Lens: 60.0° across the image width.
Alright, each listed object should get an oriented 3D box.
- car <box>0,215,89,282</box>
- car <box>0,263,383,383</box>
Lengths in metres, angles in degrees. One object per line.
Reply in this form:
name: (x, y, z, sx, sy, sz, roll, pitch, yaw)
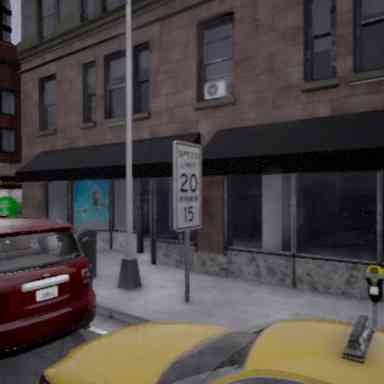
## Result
car: (-3.707, 1.307, 5.366, 5.009, 1.841, 2.192, 0, 0, 35)
car: (0.826, 1.516, 2.235, 4.829, 1.417, 1.752, 0, 0, 35)
